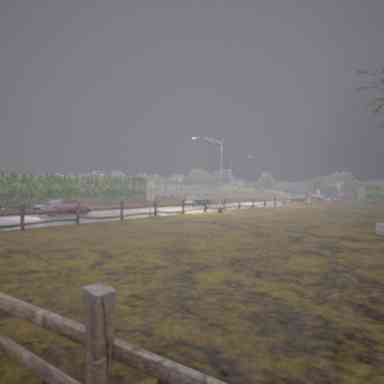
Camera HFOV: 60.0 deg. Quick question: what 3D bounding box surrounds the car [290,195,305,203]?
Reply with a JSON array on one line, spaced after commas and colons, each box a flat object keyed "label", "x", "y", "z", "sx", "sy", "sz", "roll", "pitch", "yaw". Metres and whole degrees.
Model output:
[{"label": "car", "x": 20.260, "y": 1.261, "z": 63.745, "sx": 2.128, "sy": 1.511, "sz": 4.902, "roll": 3, "pitch": 1, "yaw": 35}]

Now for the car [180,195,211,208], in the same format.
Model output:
[{"label": "car", "x": 0.460, "y": 1.105, "z": 41.063, "sx": 2.128, "sy": 1.511, "sz": 4.902, "roll": 3, "pitch": 2, "yaw": 36}]

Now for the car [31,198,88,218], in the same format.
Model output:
[{"label": "car", "x": -10.275, "y": 1.195, "z": 26.036, "sx": 1.994, "sy": 1.385, "sz": 4.181, "roll": 3, "pitch": 2, "yaw": 35}]

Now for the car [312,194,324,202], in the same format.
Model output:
[{"label": "car", "x": 28.415, "y": 1.322, "z": 75.341, "sx": 1.882, "sy": 1.535, "sz": 5.008, "roll": 3, "pitch": 1, "yaw": 35}]
